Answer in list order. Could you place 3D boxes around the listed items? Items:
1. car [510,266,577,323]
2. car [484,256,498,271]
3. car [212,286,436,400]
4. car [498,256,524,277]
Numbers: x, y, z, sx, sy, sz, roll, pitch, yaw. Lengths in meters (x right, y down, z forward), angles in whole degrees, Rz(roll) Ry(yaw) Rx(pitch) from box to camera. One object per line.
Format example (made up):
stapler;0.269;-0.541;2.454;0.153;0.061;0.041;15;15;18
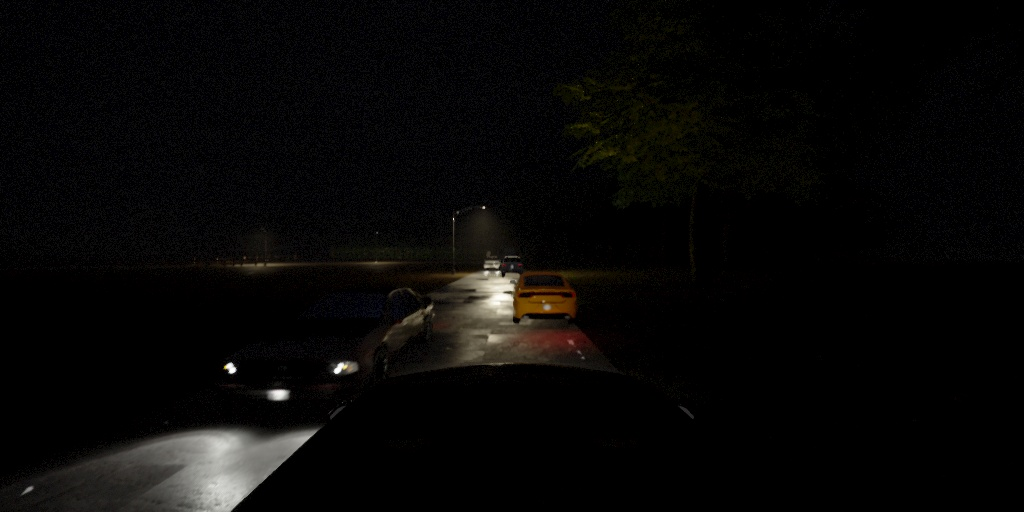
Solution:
car;0.965;1.264;12.292;1.882;1.535;5.008;0;0;0
car;-2.818;1.064;51.712;2.150;2.045;5.566;0;0;0
car;-2.849;1.316;7.035;2.033;1.411;5.357;0;0;0
car;0.054;1.064;36.883;2.150;2.045;5.566;0;0;1
